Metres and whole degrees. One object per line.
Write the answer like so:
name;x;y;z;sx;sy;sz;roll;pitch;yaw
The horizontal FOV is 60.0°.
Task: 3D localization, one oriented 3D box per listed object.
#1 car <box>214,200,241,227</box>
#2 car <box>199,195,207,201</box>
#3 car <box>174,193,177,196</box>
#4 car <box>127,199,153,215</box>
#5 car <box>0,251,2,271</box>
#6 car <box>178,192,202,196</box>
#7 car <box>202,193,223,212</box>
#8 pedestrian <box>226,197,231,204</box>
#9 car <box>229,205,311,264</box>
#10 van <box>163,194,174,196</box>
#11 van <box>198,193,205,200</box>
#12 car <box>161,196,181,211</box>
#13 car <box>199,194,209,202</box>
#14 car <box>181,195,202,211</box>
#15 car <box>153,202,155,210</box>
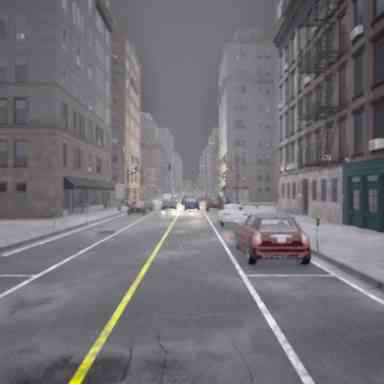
car;2.749;1.522;22.811;1.812;1.442;4.674;0;0;0
car;2.698;1.518;82.073;2.008;1.369;4.403;0;0;0
car;-5.406;1.534;82.071;1.947;1.339;4.313;0;0;0
car;-5.389;1.537;33.784;1.887;1.381;4.507;0;0;0
car;-5.389;1.550;6.229;2.008;1.369;4.403;0;0;0
car;-0.287;1.330;57.670;2.097;1.767;4.553;0;0;18
car;2.636;1.305;39.295;2.192;1.841;5.009;0;0;0
pedestrian;2.749;1.288;25.647;0.375;1.860;0.375;0;0;-14
car;2.636;1.438;11.740;1.967;1.590;4.097;0;0;0
van;-5.409;1.315;71.259;1.690;1.788;3.998;0;0;0
van;2.688;1.302;92.885;1.690;1.788;3.998;0;0;0
car;-2.766;1.537;41.553;2.033;1.411;5.357;0;0;1
car;2.703;1.286;76.666;2.192;1.841;5.009;0;0;0
car;-0.005;1.467;40.445;1.882;1.535;5.008;0;0;0
car;-5.389;1.556;39.295;1.947;1.339;4.313;0;0;0
